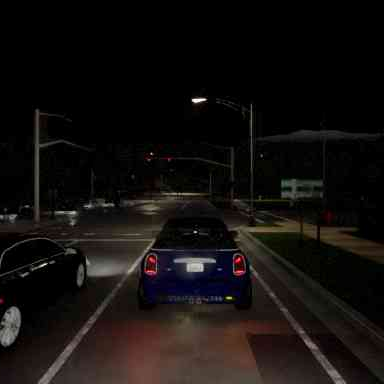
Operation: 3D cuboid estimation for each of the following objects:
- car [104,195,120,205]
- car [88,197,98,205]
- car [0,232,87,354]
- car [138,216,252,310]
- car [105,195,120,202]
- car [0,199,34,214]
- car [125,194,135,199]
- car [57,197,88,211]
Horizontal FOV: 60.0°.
[{"bbox_3d":[-14.415,1.505,60.175,1.837,1.490,4.892,0,0,1],"label":"car"},{"bbox_3d":[-17.966,1.600,57.651,1.895,1.301,4.718,0,0,1],"label":"car"},{"bbox_3d":[-3.442,1.505,6.092,1.837,1.490,4.892,0,0,0],"label":"car"},{"bbox_3d":[0.068,1.352,7.997,2.097,1.767,4.553,0,0,0],"label":"car"},{"bbox_3d":[-17.642,1.484,73.858,2.128,1.511,4.902,0,0,1],"label":"car"},{"bbox_3d":[-18.331,1.491,35.236,2.128,1.511,4.902,0,0,1],"label":"car"},{"bbox_3d":[-14.102,1.229,76.405,1.837,1.490,4.892,0,0,1],"label":"car"},{"bbox_3d":[-14.746,1.525,40.734,1.812,1.442,4.674,0,0,1],"label":"car"}]
